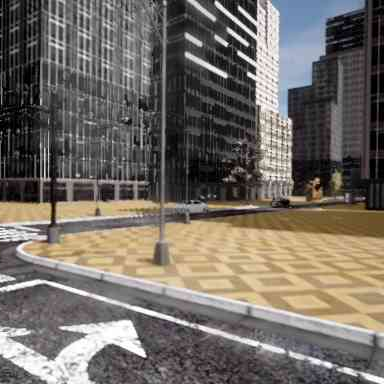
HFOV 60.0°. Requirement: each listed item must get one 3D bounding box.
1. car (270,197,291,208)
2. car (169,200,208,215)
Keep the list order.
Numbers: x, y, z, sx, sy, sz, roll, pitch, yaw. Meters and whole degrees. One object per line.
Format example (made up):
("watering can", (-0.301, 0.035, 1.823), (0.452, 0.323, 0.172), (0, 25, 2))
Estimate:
("car", (13.492, 1.570, 50.832), (2.128, 1.511, 4.902), (1, 0, 37))
("car", (-0.225, 1.496, 32.567), (1.812, 1.442, 4.674), (1, 0, 37))
